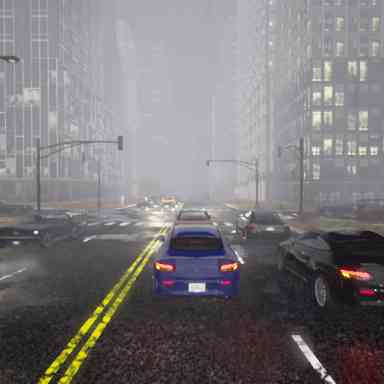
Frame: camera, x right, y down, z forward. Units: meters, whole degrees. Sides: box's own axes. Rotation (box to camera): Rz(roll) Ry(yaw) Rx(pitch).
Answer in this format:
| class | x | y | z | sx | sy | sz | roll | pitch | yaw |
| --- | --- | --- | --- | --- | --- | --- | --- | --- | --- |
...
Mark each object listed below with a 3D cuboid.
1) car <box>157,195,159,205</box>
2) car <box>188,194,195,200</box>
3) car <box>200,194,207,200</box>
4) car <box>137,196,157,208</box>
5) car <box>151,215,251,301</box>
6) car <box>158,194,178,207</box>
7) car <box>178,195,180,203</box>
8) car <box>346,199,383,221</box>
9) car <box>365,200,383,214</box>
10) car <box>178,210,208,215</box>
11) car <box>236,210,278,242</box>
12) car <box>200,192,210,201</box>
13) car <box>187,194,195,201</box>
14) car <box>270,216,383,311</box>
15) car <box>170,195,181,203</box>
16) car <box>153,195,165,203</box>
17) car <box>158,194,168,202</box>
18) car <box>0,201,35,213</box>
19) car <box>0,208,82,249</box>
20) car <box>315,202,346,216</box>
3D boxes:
| class | x | y | z | sx | sy | sz | roll | pitch | yaw |
| --- | --- | --- | --- | --- | --- | --- | --- | --- | --- |
| car | -6.703 | 1.451 | 57.583 | 1.837 | 1.490 | 4.892 | 0 | 0 | 0 |
| car | -0.191 | 1.253 | 89.114 | 1.812 | 1.442 | 4.674 | 0 | 0 | 0 |
| car | 3.060 | 1.324 | 89.151 | 1.895 | 1.301 | 4.718 | 0 | 0 | 0 |
| car | -6.700 | 1.506 | 47.844 | 2.033 | 1.411 | 5.357 | 0 | 0 | 0 |
| car | 0.084 | 1.520 | 8.184 | 1.812 | 1.442 | 4.674 | 0 | 0 | 0 |
| car | -3.448 | 1.435 | 49.245 | 1.882 | 1.535 | 5.008 | 0 | 0 | 0 |
| car | -3.453 | 1.545 | 58.623 | 1.895 | 1.301 | 4.718 | 0 | 0 | 0 |
| car | 16.143 | 1.515 | 27.942 | 5.009 | 1.841 | 2.192 | 1 | 0 | 1 |
| car | 21.734 | 1.638 | 36.240 | 4.829 | 1.417 | 1.752 | 1 | 0 | 1 |
| car | 0.066 | 1.589 | 17.350 | 1.895 | 1.301 | 4.718 | 0 | 0 | 0 |
| car | 3.320 | 1.553 | 16.190 | 1.994 | 1.385 | 4.181 | 0 | 0 | -1 |
| car | 3.083 | 1.132 | 78.733 | 2.150 | 2.045 | 5.566 | 0 | 0 | 0 |
| car | -0.169 | 1.502 | 79.142 | 1.895 | 1.301 | 4.718 | 0 | 0 | 0 |
| car | 3.336 | 1.521 | 7.621 | 1.812 | 1.442 | 4.674 | 0 | 0 | 0 |
| car | -3.398 | 1.407 | 69.151 | 1.882 | 1.535 | 5.008 | 0 | 0 | 0 |
| car | -6.667 | 1.438 | 66.937 | 1.837 | 1.490 | 4.892 | 0 | 0 | 0 |
| car | -6.665 | 1.273 | 76.861 | 2.097 | 1.767 | 4.553 | 0 | 0 | 0 |
| car | -17.162 | 1.462 | 30.911 | 4.718 | 1.301 | 1.895 | 1 | 1 | 4 |
| car | -6.539 | 1.591 | 14.634 | 1.895 | 1.301 | 4.718 | 0 | 0 | 1 |
| car | 15.030 | 1.697 | 33.730 | 4.718 | 1.301 | 1.895 | 0 | 1 | 1 |
